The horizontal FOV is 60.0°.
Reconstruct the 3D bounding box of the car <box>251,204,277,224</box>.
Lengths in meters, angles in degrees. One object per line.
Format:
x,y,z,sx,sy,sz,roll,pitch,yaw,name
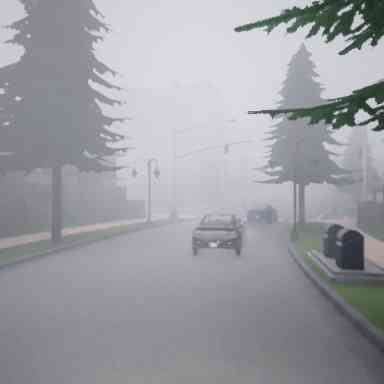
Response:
5.928,1.755,27.820,1.882,1.535,5.008,0,0,23,car

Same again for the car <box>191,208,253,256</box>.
1.248,1.627,13.805,2.128,1.511,4.902,0,0,12,car

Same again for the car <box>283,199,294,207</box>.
19.930,2.251,68.490,1.812,1.442,4.674,0,-1,24,car
